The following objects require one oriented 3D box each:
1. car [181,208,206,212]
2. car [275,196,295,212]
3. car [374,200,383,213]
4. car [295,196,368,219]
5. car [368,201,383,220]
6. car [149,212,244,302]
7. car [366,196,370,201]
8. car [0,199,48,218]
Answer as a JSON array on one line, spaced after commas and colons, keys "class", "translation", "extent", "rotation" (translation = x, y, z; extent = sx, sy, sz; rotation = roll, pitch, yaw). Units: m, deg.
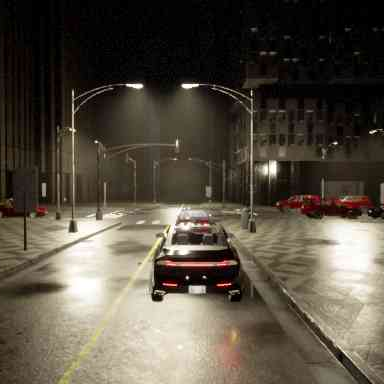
[{"class": "car", "translation": [0.077, 1.550, 17.944], "extent": [2.033, 1.411, 5.357], "rotation": [0, 0, 0]}, {"class": "car", "translation": [12.055, 1.326, 37.676], "extent": [5.009, 1.841, 2.192], "rotation": [0, 1, 0]}, {"class": "car", "translation": [23.340, 1.635, 37.729], "extent": [4.313, 1.339, 1.947], "rotation": [0, 1, 0]}, {"class": "car", "translation": [12.082, 1.463, 29.152], "extent": [5.009, 1.841, 2.192], "rotation": [0, 1, 0]}, {"class": "car", "translation": [17.725, 1.743, 29.180], "extent": [4.313, 1.339, 1.947], "rotation": [0, 1, 0]}, {"class": "car", "translation": [0.089, 1.490, 8.235], "extent": [2.128, 1.511, 4.902], "rotation": [0, 0, 0]}, {"class": "car", "translation": [17.698, 1.354, 37.701], "extent": [5.009, 1.841, 2.192], "rotation": [0, 1, 0]}, {"class": "car", "translation": [-14.959, 1.567, 29.035], "extent": [4.507, 1.381, 1.887], "rotation": [0, 1, 0]}]
